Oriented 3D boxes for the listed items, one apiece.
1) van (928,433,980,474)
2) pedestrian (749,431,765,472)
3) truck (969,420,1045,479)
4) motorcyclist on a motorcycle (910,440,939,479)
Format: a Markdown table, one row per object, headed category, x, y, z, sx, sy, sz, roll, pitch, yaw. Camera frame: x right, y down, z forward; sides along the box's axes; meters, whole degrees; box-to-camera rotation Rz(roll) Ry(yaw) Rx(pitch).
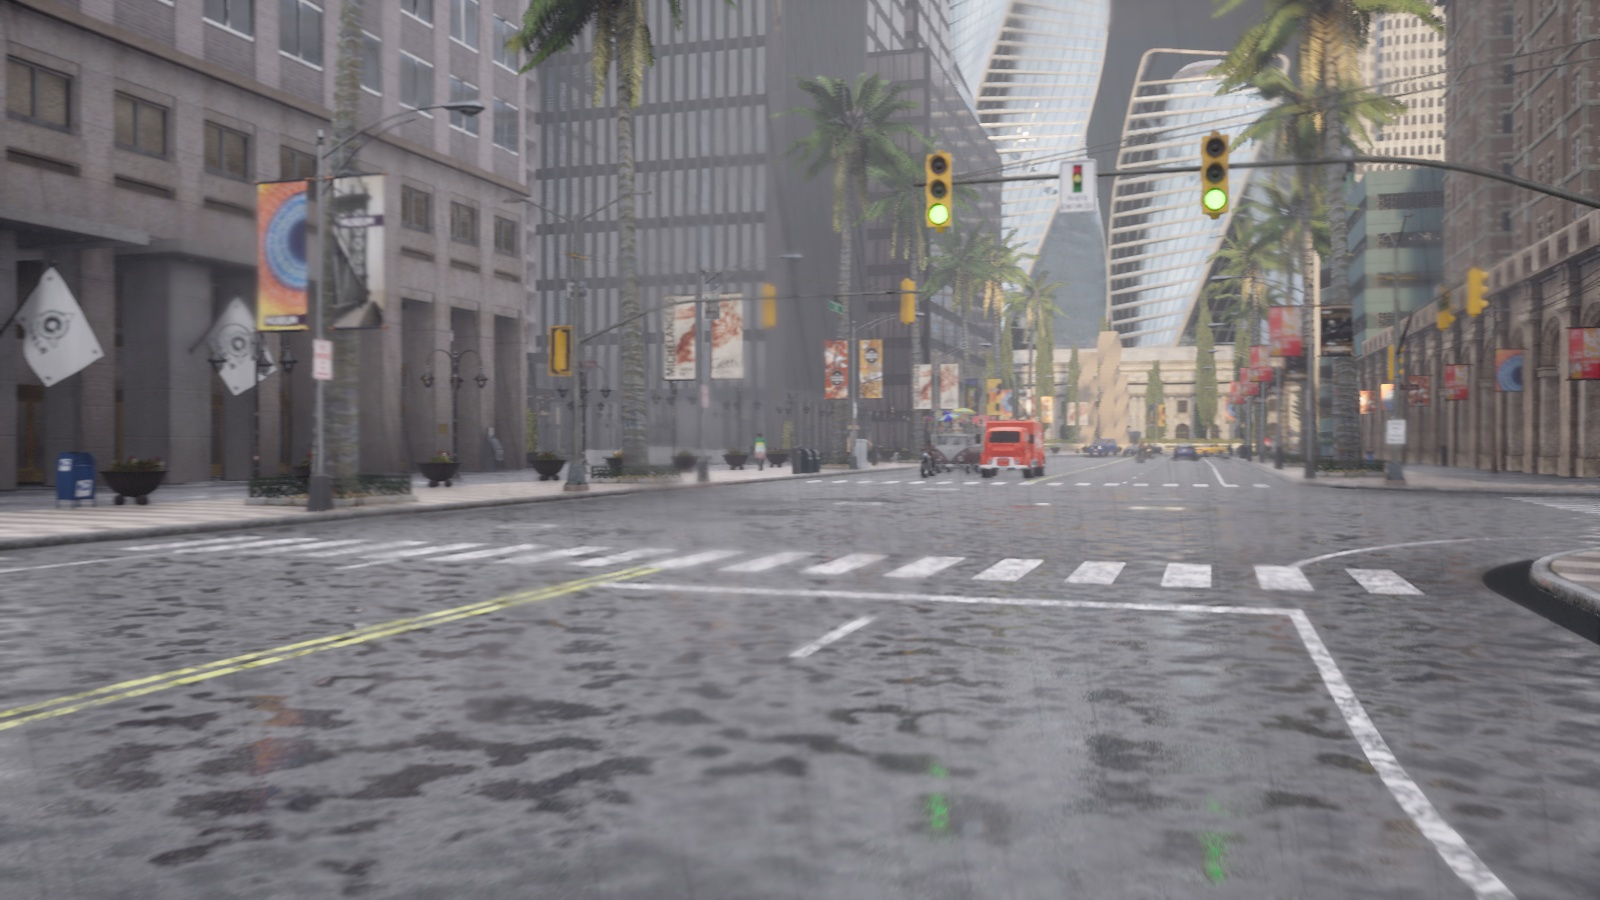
| category | x | y | z | sx | sy | sz | roll | pitch | yaw |
| --- | --- | --- | --- | --- | --- | --- | --- | --- | --- |
| van | 7.700 | 0.163 | 62.400 | 1.775 | 1.987 | 4.442 | 0 | 0 | 18 |
| pedestrian | -2.043 | 0.059 | 59.827 | 0.659 | 1.952 | 0.873 | 0 | 0 | 8 |
| truck | 9.250 | -0.035 | 55.700 | 2.627 | 2.467 | 5.204 | 0 | 0 | 17 |
| motorcyclist on a motorcycle | 5.510 | 0.395 | 55.437 | 0.766 | 1.649 | 2.350 | 0 | 1 | 18 |
